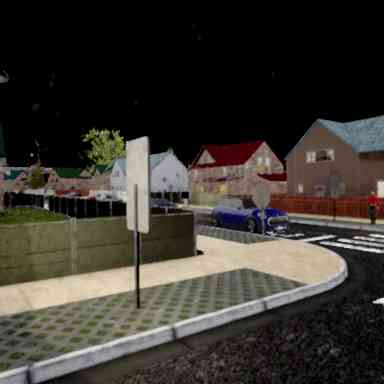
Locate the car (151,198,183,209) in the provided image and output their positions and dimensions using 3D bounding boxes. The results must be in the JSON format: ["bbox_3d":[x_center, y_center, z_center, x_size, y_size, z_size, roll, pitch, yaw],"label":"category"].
[{"bbox_3d":[-2.732,1.171,26.072,2.033,1.411,5.357,-1,1,-34],"label":"car"}]

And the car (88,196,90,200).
[{"bbox_3d":[-12.956,0.817,46.404,1.882,1.535,5.008,-1,1,-34],"label":"car"}]

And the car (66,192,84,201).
[{"bbox_3d":[-20.166,0.723,57.008,1.812,1.442,4.674,-1,1,-33],"label":"car"}]

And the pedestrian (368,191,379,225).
[{"bbox_3d":[9.804,0.830,18.029,0.375,1.860,0.375,0,0,-34],"label":"pedestrian"}]

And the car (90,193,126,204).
[{"bbox_3d":[-8.440,1.005,34.496,2.128,1.511,4.902,-1,1,-34],"label":"car"}]

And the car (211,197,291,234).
[{"bbox_3d":[2.962,1.085,17.539,2.097,1.767,4.553,-1,1,-32],"label":"car"}]

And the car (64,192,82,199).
[{"bbox_3d":[-17.006,0.911,47.269,1.994,1.385,4.181,-1,1,-34],"label":"car"}]
